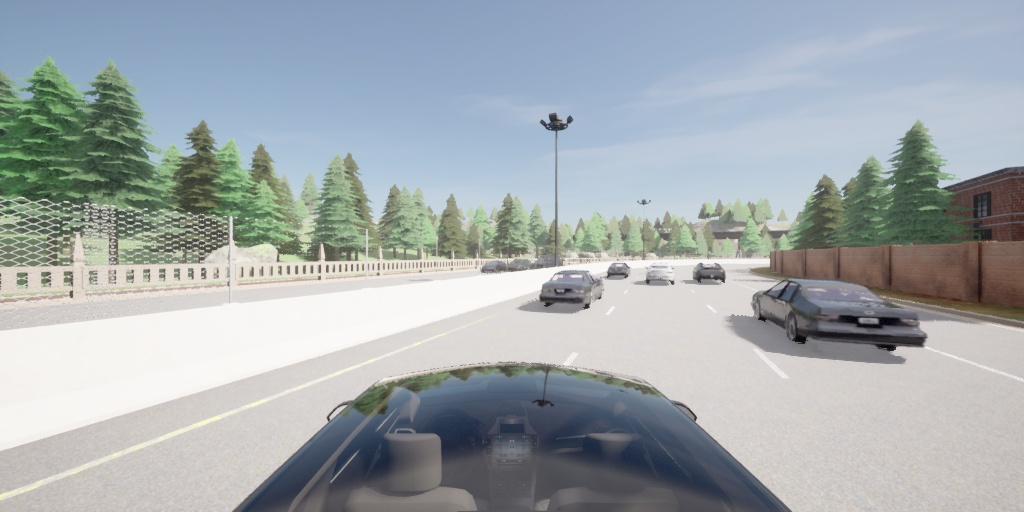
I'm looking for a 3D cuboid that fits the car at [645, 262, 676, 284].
[{"bbox_3d":[11.022,1.276,26.726,1.812,1.442,4.674,0,0,22],"label":"car"}]

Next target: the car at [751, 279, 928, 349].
[{"bbox_3d":[7.829,1.297,9.262,2.033,1.411,5.357,0,0,22],"label":"car"}]

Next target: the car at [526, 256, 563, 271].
[{"bbox_3d":[3.673,0.971,36.999,2.150,2.045,5.566,0,0,23],"label":"car"}]

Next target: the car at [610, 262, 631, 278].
[{"bbox_3d":[10.120,1.297,33.841,2.033,1.411,5.357,0,0,22],"label":"car"}]

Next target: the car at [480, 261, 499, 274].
[{"bbox_3d":[-2.030,1.275,41.413,1.812,1.442,4.674,0,0,23],"label":"car"}]

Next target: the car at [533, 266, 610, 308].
[{"bbox_3d":[2.690,1.297,15.270,2.033,1.411,5.357,0,0,22],"label":"car"}]

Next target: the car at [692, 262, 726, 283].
[{"bbox_3d":[15.310,1.241,27.997,2.128,1.511,4.902,0,0,22],"label":"car"}]

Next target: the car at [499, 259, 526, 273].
[{"bbox_3d":[0.783,1.102,39.052,2.097,1.767,4.553,0,0,23],"label":"car"}]
